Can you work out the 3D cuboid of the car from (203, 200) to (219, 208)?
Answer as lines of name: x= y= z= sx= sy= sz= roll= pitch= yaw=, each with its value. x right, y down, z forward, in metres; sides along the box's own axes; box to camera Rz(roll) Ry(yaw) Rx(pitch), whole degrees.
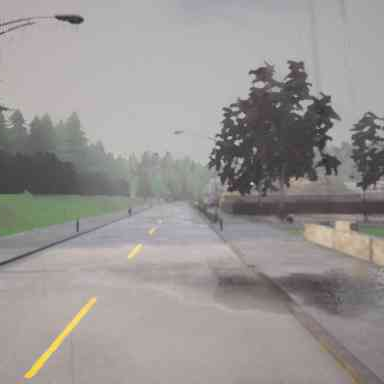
car: x=4.274 y=2.298 z=65.030 sx=5.357 sy=1.415 sz=2.033 roll=0 pitch=-1 yaw=-42
